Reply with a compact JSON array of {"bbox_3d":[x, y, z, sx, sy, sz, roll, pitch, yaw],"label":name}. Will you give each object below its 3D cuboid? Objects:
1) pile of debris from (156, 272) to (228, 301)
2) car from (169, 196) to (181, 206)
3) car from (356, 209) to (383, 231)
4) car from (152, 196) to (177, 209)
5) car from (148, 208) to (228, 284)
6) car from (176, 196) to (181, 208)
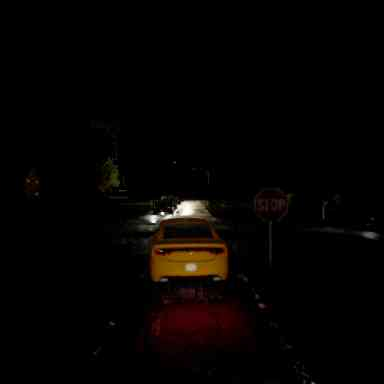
[{"bbox_3d":[0.001,2.169,7.778,1.500,0.140,1.860,0,0,0],"label":"pile of debris"},{"bbox_3d":[-2.812,1.419,56.167,1.882,1.535,5.008,0,0,0],"label":"car"},{"bbox_3d":[12.970,1.613,20.838,5.008,1.535,1.882,1,-1,-1],"label":"car"},{"bbox_3d":[-2.859,1.492,34.334,1.812,1.442,4.674,0,0,1],"label":"car"},{"bbox_3d":[-0.235,1.468,9.634,1.882,1.535,5.008,0,0,-5],"label":"car"},{"bbox_3d":[-2.836,1.482,43.371,1.812,1.442,4.674,0,0,0],"label":"car"}]
